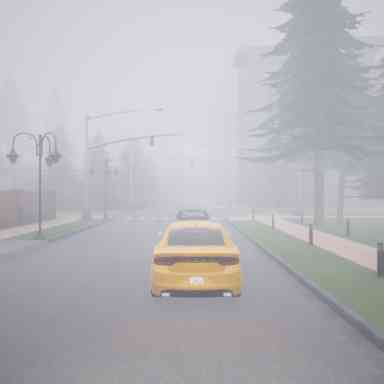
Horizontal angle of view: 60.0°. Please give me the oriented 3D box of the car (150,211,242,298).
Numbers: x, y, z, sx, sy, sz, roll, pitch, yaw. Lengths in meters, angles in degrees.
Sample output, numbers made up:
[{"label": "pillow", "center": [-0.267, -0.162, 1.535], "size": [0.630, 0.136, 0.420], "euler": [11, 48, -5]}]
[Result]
[{"label": "car", "center": [0.082, 1.478, 8.596], "size": [1.882, 1.535, 5.008], "euler": [0, 0, 0]}]
